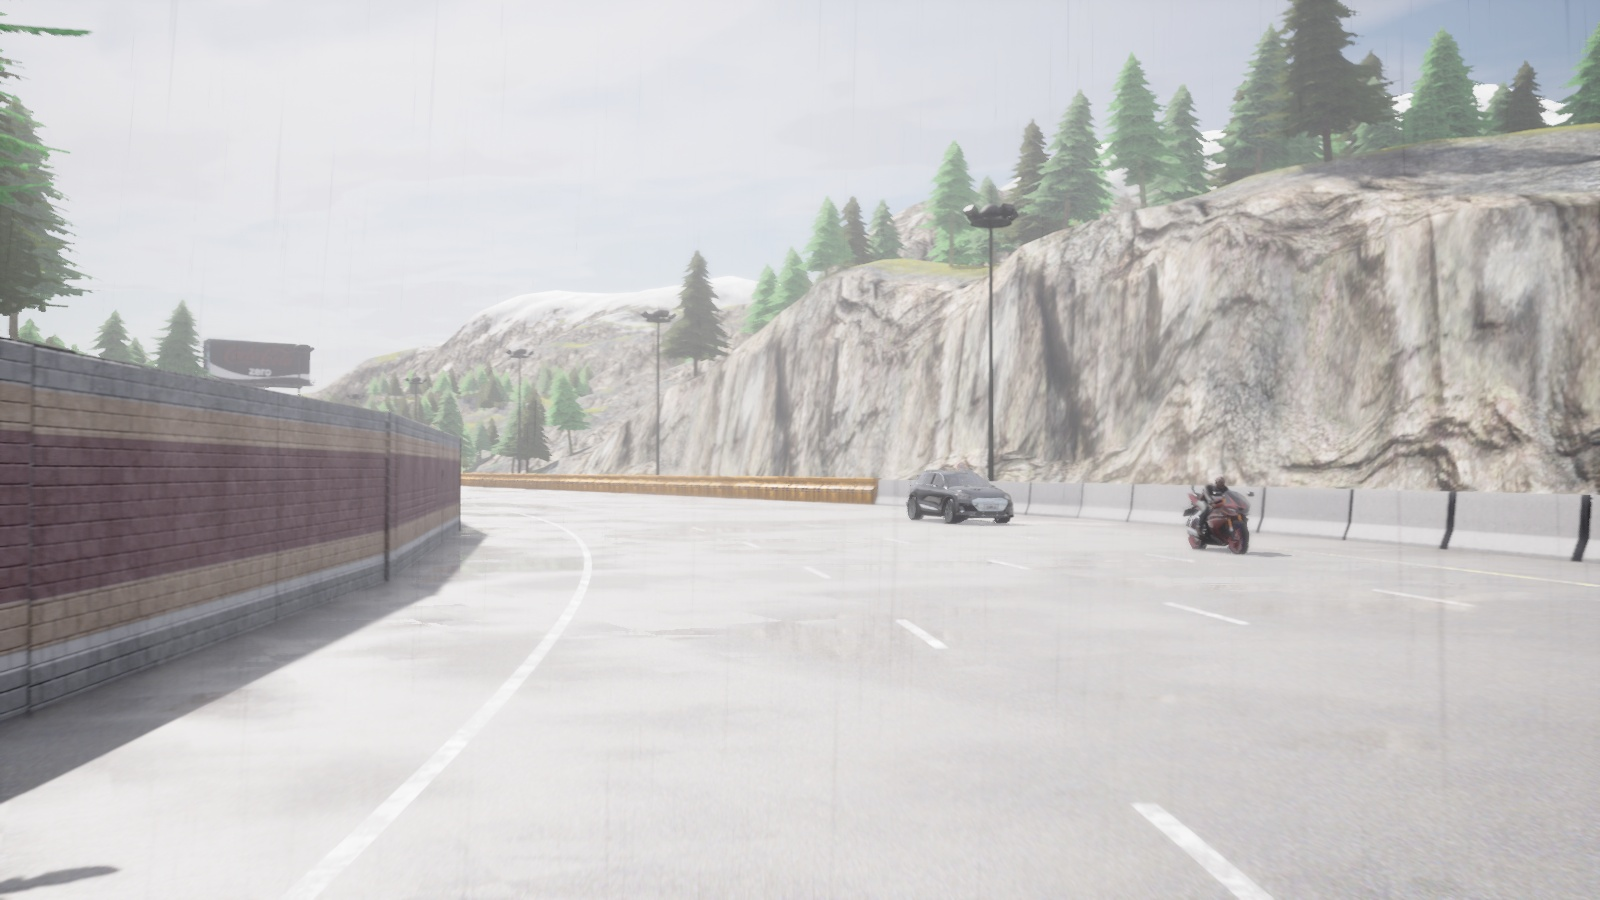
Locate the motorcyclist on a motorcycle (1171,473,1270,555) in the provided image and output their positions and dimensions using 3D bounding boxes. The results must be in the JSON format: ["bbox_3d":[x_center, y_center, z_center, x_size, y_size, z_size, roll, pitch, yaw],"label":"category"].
[{"bbox_3d":[8.232,1.227,24.701,0.866,1.530,2.191,0,-1,-11],"label":"motorcyclist on a motorcycle"}]

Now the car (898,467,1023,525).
[{"bbox_3d":[4.875,1.375,38.928,2.033,1.649,4.856,0,-1,-17],"label":"car"}]
